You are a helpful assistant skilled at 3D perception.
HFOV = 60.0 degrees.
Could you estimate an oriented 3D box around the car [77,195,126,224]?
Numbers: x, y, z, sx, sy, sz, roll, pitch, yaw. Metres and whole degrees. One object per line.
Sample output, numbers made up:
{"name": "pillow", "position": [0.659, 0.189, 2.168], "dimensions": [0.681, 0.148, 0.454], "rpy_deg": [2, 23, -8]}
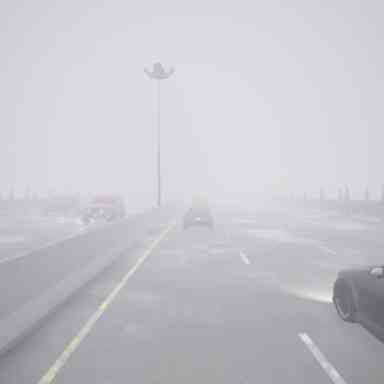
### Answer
{"name": "car", "position": [-6.680, 1.282, 25.868], "dimensions": [2.150, 2.045, 5.566], "rpy_deg": [0, -1, 2]}

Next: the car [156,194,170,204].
{"name": "car", "position": [-5.403, 1.659, 66.536], "dimensions": [2.128, 1.511, 4.902], "rpy_deg": [0, 0, 2]}

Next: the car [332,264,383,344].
{"name": "car", "position": [3.614, 1.574, 4.573], "dimensions": [1.994, 1.385, 4.181], "rpy_deg": [0, 0, 0]}

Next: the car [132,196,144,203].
{"name": "car", "position": [-12.140, 1.693, 75.315], "dimensions": [2.033, 1.411, 5.357], "rpy_deg": [0, 0, 2]}

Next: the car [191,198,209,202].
{"name": "car", "position": [0.932, 1.441, 39.923], "dimensions": [2.097, 1.767, 4.553], "rpy_deg": [0, 0, 2]}

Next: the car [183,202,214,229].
{"name": "car", "position": [0.429, 1.614, 22.282], "dimensions": [1.994, 1.385, 4.181], "rpy_deg": [0, 0, 2]}

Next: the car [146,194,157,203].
{"name": "car", "position": [-8.679, 1.382, 73.934], "dimensions": [2.150, 2.045, 5.566], "rpy_deg": [0, 0, 2]}

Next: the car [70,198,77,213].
{"name": "car", "position": [-9.957, 1.566, 33.340], "dimensions": [2.128, 1.511, 4.902], "rpy_deg": [0, 0, 2]}

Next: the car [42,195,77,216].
{"name": "car", "position": [-13.422, 1.298, 34.584], "dimensions": [2.150, 2.045, 5.566], "rpy_deg": [0, 0, 2]}
